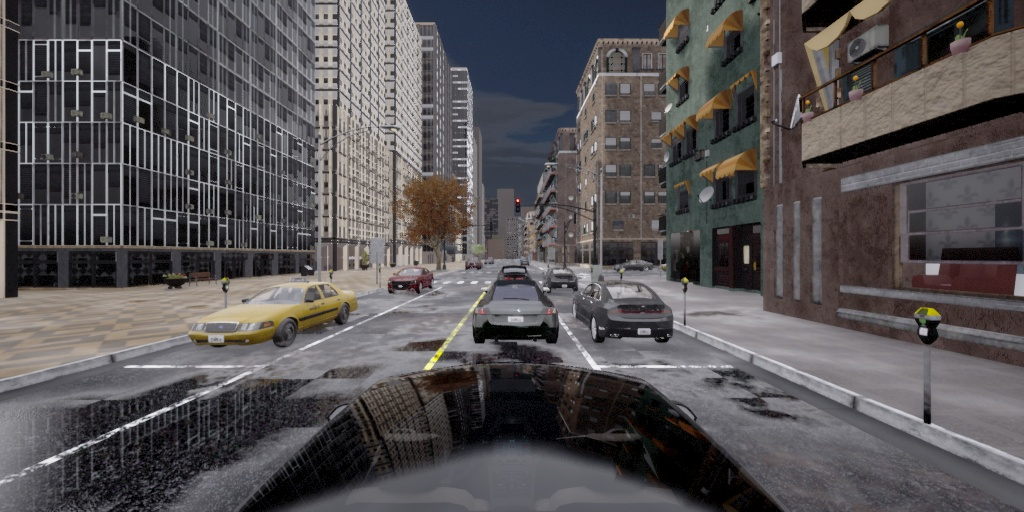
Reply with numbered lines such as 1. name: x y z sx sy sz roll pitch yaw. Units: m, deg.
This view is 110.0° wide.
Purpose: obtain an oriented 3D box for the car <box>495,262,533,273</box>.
1. car: 0.107 1.259 19.670 1.837 1.490 4.892 0 0 -1

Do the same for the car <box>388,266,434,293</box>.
1. car: -5.689 1.299 20.540 1.888 1.381 4.507 0 0 0

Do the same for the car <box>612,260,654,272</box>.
1. car: 13.440 1.108 39.954 4.403 1.370 2.007 0 0 -1

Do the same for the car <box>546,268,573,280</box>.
1. car: 2.691 1.304 20.539 2.007 1.370 4.403 0 0 0

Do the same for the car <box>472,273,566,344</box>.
1. car: 0.088 1.315 9.621 1.994 1.385 4.181 0 0 0

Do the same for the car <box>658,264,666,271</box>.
1. car: 18.837 1.005 40.008 4.829 1.417 1.751 0 0 -1

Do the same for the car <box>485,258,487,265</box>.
1. car: -5.684 1.355 58.451 1.948 1.339 4.313 0 0 0

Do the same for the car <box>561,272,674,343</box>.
1. car: 2.690 1.301 9.473 2.007 1.370 4.403 0 0 0

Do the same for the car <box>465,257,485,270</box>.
1. car: -5.685 1.097 52.928 2.192 1.841 5.009 0 0 0

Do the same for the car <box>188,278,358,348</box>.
1. car: -5.690 1.276 9.305 1.751 1.417 4.829 0 0 0
